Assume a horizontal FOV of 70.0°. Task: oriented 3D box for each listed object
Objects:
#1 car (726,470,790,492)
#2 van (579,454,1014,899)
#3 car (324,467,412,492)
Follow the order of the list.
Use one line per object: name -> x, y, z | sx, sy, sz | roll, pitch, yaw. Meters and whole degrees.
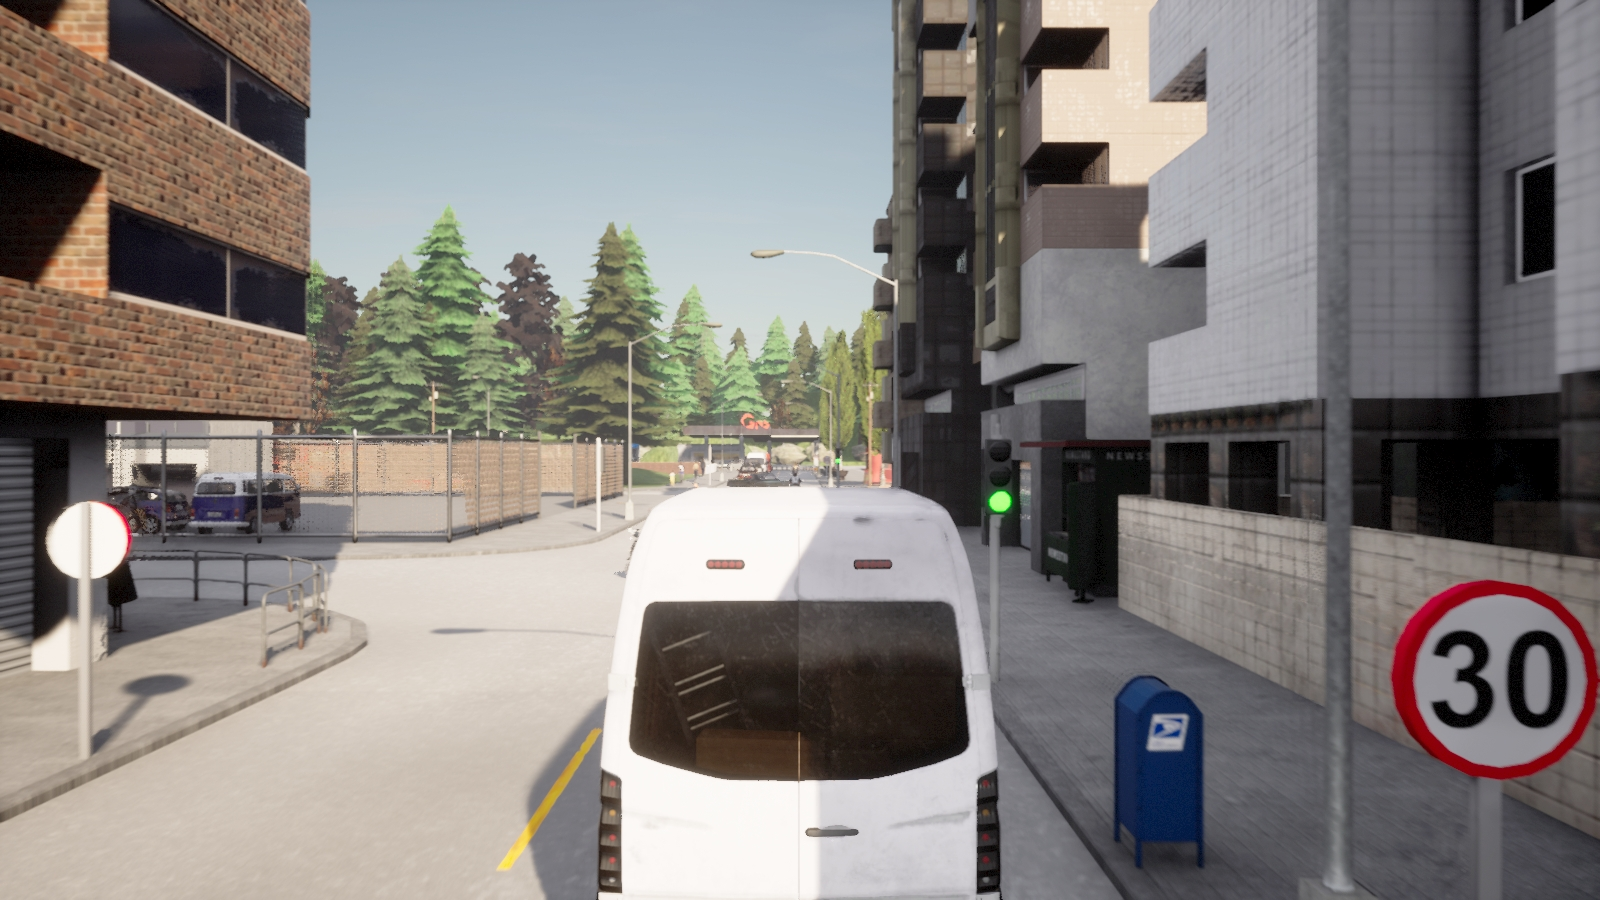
car -> -2.743, 1.953, 73.151 | 1.895, 1.301, 4.718 | 0, 0, -34
van -> -0.026, 1.317, 8.177 | 1.988, 2.561, 5.915 | 0, 0, 0
car -> -27.338, 1.860, 72.380 | 4.792, 1.488, 2.163 | 0, 0, 0
